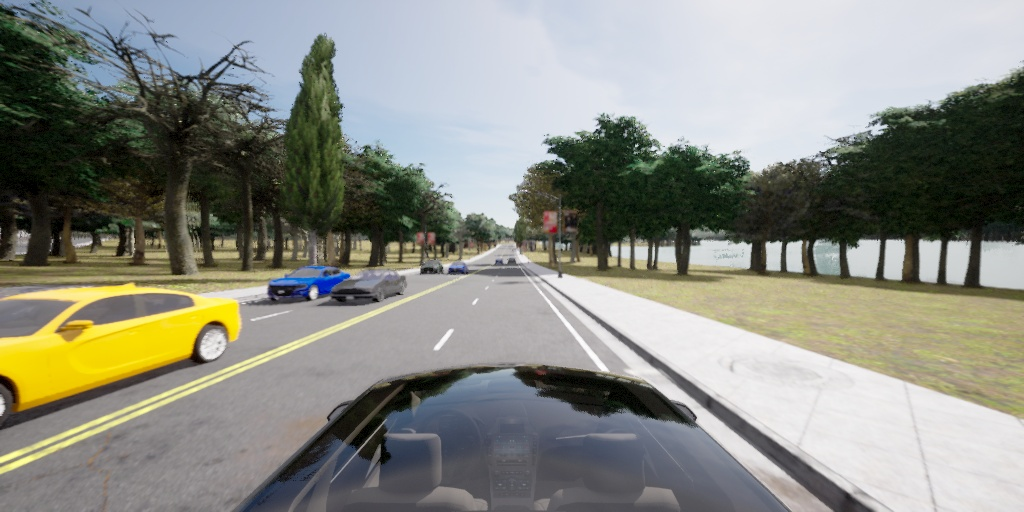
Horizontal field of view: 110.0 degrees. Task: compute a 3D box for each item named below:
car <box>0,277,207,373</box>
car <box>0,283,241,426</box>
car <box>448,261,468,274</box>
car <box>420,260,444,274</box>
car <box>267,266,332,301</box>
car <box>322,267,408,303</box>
[{"bbox_3d":[-9.803,1.301,7.615,2.033,1.411,5.357,0,0,1],"label":"car"},{"bbox_3d":[-6.567,1.230,5.336,1.882,1.535,5.008,0,0,0],"label":"car"},{"bbox_3d":[-6.505,1.405,43.753,1.882,1.535,5.008,0,0,0],"label":"car"},{"bbox_3d":[-9.753,1.277,44.083,2.097,1.767,4.553,0,0,0],"label":"car"},{"bbox_3d":[-9.801,1.259,17.752,1.882,1.535,5.008,0,0,0],"label":"car"},{"bbox_3d":[-6.559,1.327,17.213,2.033,1.411,5.357,0,0,1],"label":"car"}]
